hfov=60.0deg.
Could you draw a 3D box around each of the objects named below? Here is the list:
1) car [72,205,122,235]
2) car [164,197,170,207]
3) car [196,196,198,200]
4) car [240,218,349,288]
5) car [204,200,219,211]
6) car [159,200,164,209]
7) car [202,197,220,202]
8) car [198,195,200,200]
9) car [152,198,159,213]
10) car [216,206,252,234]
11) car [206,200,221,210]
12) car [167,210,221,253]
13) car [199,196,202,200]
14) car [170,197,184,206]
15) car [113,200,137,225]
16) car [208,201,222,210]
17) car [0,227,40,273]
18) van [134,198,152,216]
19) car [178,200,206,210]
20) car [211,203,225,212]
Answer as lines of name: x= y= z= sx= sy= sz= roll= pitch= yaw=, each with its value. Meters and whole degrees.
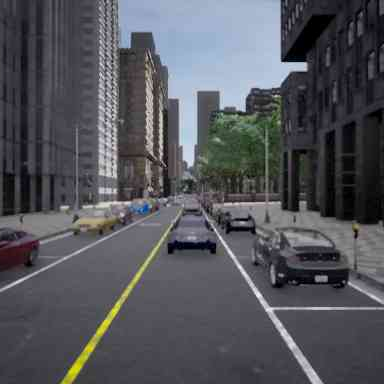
car: x=-5.767 y=1.707 z=20.092 sx=1.752 sy=1.417 sz=4.829 roll=0 pitch=-1 yaw=0
car: x=-5.777 y=2.130 z=64.163 sx=1.947 sy=1.339 sz=4.313 roll=0 pitch=0 yaw=0
car: x=2.742 y=2.328 z=90.705 sx=1.947 sy=1.339 sz=4.313 roll=0 pitch=0 yaw=0
car: x=2.761 y=1.637 z=9.281 sx=2.008 sy=1.369 sz=4.403 roll=0 pitch=-1 yaw=0
car: x=2.751 y=1.952 z=47.857 sx=1.752 sy=1.417 sz=4.829 roll=0 pitch=0 yaw=0
car: x=-5.774 y=1.740 z=47.701 sx=2.192 sy=1.841 sz=5.009 roll=0 pitch=-1 yaw=0
car: x=2.753 y=1.692 z=42.202 sx=2.192 sy=1.841 sz=5.009 roll=0 pitch=-1 yaw=0
car: x=2.748 y=1.880 z=64.149 sx=2.192 sy=1.841 sz=5.009 roll=0 pitch=0 yaw=0
car: x=-5.773 y=1.817 z=42.213 sx=1.967 sy=1.590 sz=4.097 roll=0 pitch=-1 yaw=0
car: x=2.758 y=1.749 z=20.254 sx=1.947 sy=1.339 sz=4.313 roll=0 pitch=-1 yaw=0
car: x=2.754 y=1.911 z=36.713 sx=1.802 sy=1.307 sz=4.206 roll=0 pitch=-1 yaw=0
car: x=0.001 y=1.696 z=14.331 sx=1.994 sy=1.385 sz=4.181 roll=0 pitch=0 yaw=0
car: x=2.750 y=1.788 z=53.175 sx=2.192 sy=1.841 sz=5.009 roll=0 pitch=0 yaw=0
car: x=-3.021 y=2.155 z=67.413 sx=1.994 sy=1.385 sz=4.181 roll=0 pitch=0 yaw=0
car: x=-5.769 y=1.672 z=25.751 sx=1.967 sy=1.590 sz=4.097 roll=0 pitch=-1 yaw=0
car: x=2.755 y=1.807 z=31.397 sx=1.752 sy=1.417 sz=4.829 roll=0 pitch=-1 yaw=0
car: x=-5.765 y=1.668 z=9.286 sx=1.802 sy=1.307 sz=4.206 roll=0 pitch=-1 yaw=0
van: x=-5.771 y=1.669 z=36.726 sx=1.690 sy=1.788 sz=3.998 roll=0 pitch=-1 yaw=0
car: x=-0.003 y=1.771 z=29.304 sx=1.837 sy=1.490 sz=4.892 roll=0 pitch=0 yaw=0
car: x=2.756 y=1.798 z=25.740 sx=1.947 sy=1.339 sz=4.313 roll=0 pitch=-1 yaw=0
